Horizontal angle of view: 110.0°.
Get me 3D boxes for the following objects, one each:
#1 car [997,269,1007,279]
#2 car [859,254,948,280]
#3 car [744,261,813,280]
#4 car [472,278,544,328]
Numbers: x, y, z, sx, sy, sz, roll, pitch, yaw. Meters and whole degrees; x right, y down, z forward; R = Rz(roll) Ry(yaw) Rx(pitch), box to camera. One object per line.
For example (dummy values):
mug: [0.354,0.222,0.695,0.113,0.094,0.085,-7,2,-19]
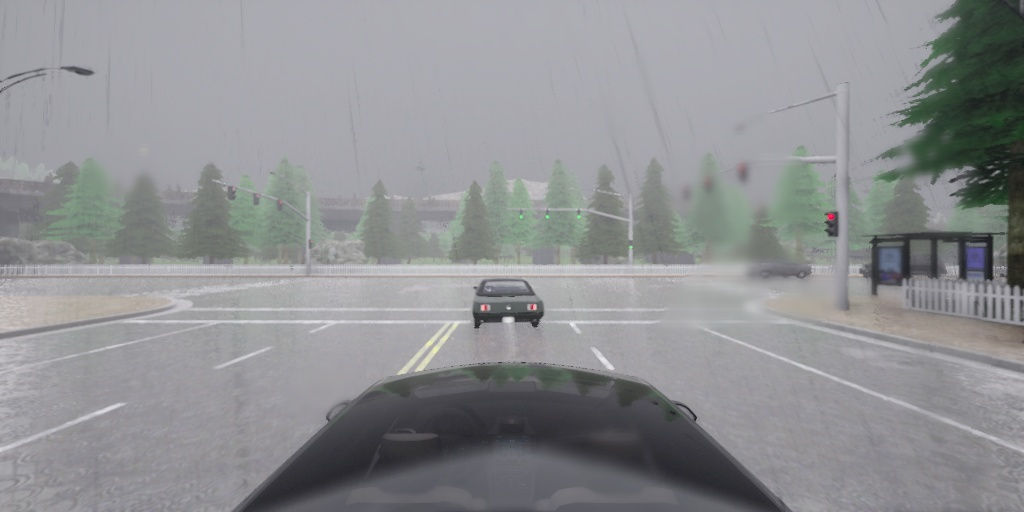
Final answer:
car: [41.969,1.269,28.231,4.718,1.301,1.895,0,0,11]
car: [31.688,0.889,29.119,5.566,2.045,2.150,0,0,1]
car: [21.654,1.158,29.231,4.902,1.511,2.128,0,0,0]
car: [-0.288,1.339,11.375,1.895,1.301,4.718,0,0,-5]
